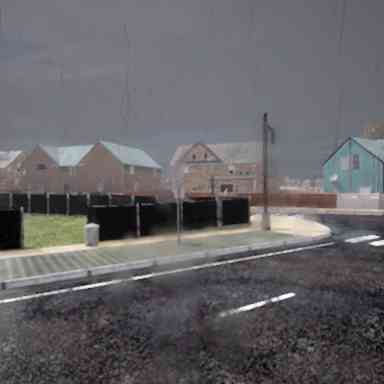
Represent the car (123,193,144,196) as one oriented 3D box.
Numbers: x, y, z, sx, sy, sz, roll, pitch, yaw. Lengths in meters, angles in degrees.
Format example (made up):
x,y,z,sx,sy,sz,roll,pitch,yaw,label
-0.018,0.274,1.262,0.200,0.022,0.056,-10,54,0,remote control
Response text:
x,y,z,sx,sy,sz,roll,pitch,yaw,label
-4.632,0.875,27.461,5.008,1.535,1.882,1,1,19,car
